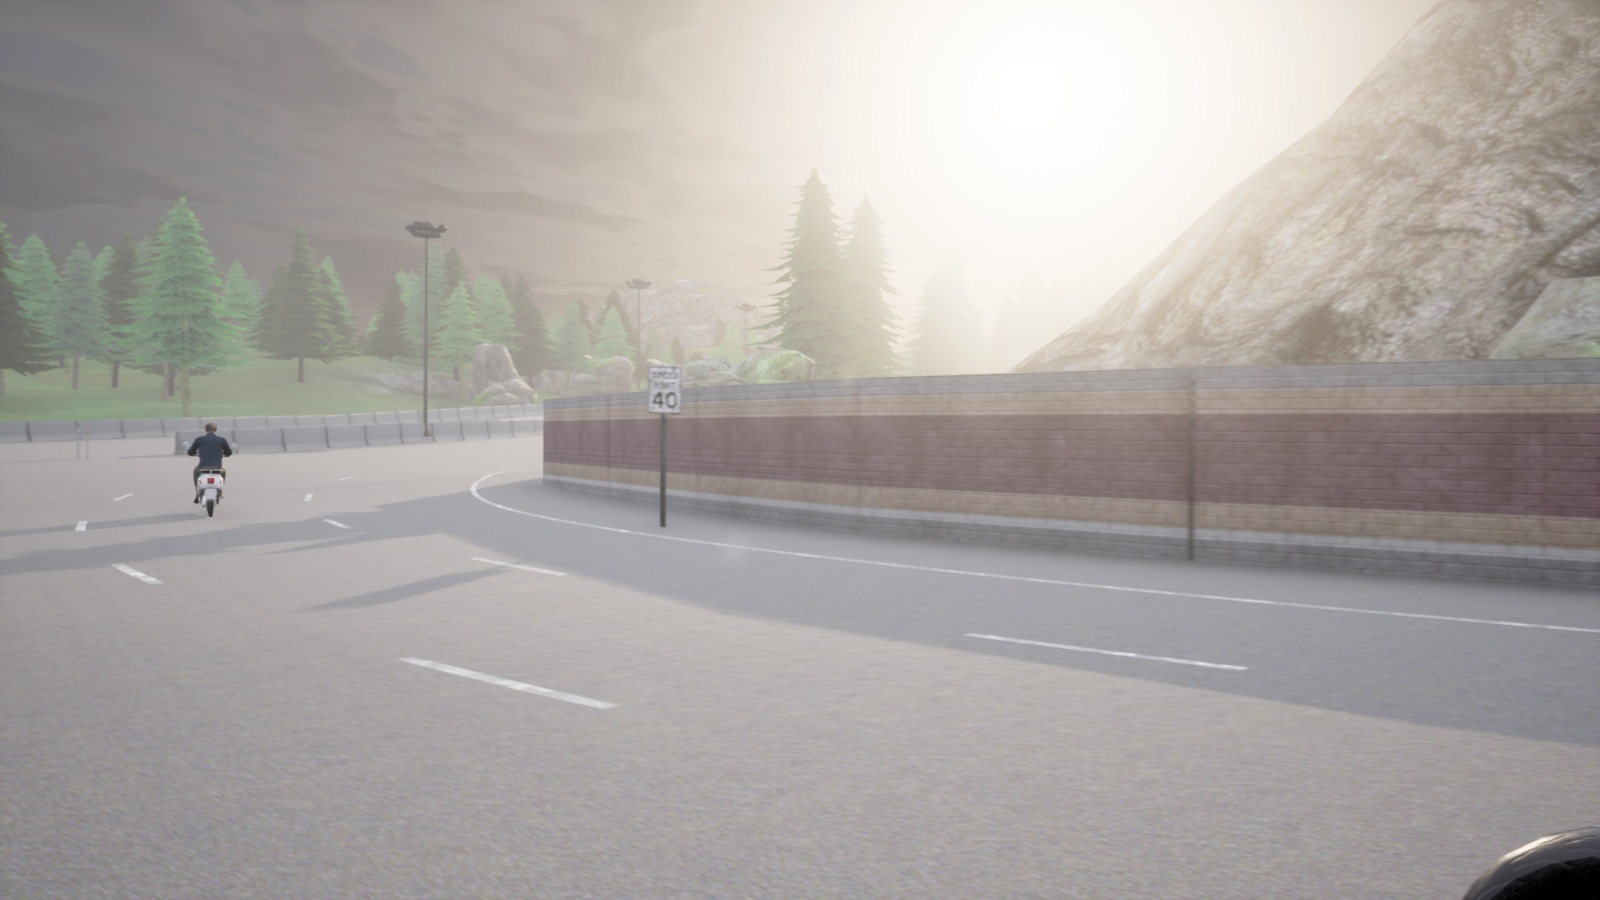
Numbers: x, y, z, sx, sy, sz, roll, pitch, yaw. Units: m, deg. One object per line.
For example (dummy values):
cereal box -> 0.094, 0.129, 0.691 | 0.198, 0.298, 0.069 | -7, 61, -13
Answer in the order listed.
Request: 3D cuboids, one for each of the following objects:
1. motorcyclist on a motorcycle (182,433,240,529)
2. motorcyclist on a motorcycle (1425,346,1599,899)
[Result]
motorcyclist on a motorcycle -> -10.208, 0.503, 21.735 | 0.866, 1.590, 1.817 | 0, 0, -26
motorcyclist on a motorcycle -> 2.362, 0.642, 2.027 | 2.350, 1.649, 0.766 | 0, 0, 33
